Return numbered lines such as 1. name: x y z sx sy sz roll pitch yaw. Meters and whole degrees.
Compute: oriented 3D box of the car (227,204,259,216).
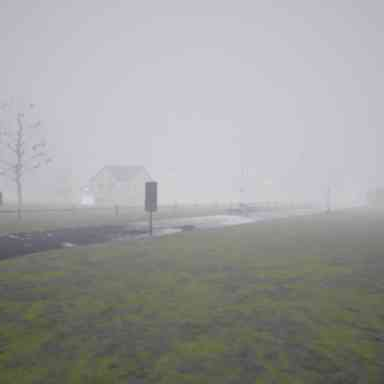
1. car: 5.897 1.999 38.020 1.895 1.301 4.718 1 0 35
